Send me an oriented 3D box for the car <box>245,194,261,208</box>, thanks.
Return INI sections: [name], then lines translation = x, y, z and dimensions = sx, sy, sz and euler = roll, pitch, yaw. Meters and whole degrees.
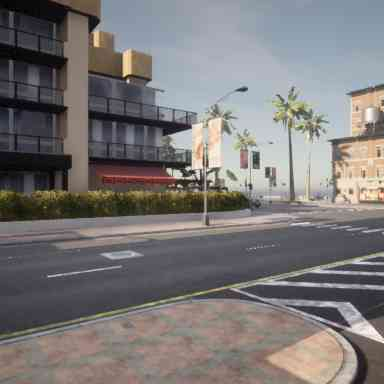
[car]
translation = 7.433, 1.221, 48.093
dimensions = 2.150, 2.045, 5.566
euler = 0, 0, -35
